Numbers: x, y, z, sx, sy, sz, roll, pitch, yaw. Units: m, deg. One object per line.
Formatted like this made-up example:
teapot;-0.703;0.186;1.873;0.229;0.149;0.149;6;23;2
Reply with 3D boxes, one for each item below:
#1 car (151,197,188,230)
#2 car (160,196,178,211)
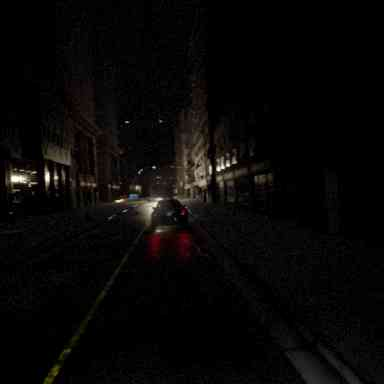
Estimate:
car;-1.416;1.254;20.654;2.097;1.767;4.553;-3;0;-4
car;-2.777;1.311;40.024;1.882;1.535;5.008;-3;1;-4
